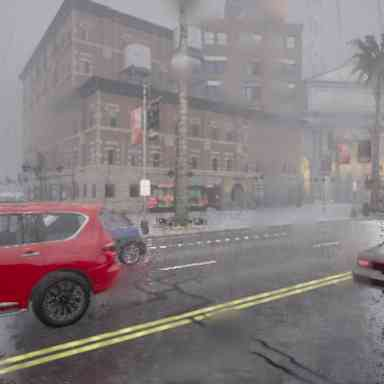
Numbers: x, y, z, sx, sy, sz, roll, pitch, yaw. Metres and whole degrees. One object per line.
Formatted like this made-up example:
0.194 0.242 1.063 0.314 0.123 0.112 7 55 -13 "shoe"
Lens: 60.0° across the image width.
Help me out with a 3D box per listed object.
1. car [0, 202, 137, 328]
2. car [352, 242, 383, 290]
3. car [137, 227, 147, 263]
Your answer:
-3.965 1.220 5.460 5.566 2.045 2.150 0 0 -35 "car"
6.012 1.574 8.027 5.357 1.411 2.033 0 0 -35 "car"
-3.734 1.359 9.915 4.553 1.767 2.097 0 0 -35 "car"
